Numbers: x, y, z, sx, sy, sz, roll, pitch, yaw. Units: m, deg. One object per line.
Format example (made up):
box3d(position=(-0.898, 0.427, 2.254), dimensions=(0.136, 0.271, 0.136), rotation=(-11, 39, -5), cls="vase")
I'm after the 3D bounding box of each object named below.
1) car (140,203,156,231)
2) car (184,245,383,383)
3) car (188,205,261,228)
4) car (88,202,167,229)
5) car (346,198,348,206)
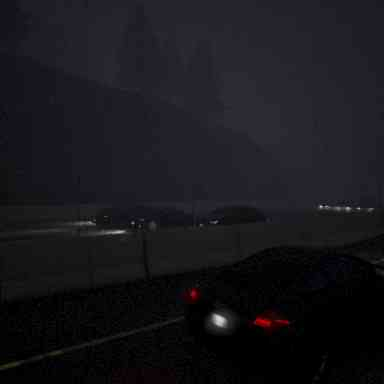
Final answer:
box3d(position=(-1.862, 1.597, 20.423), dimensions=(4.181, 1.385, 1.994), rotation=(0, 0, -40), cls="car")
box3d(position=(1.938, 1.572, 5.348), dimensions=(4.181, 1.385, 1.994), rotation=(0, 0, -37), cls="car")
box3d(position=(2.322, 1.535, 19.346), dimensions=(4.892, 1.490, 1.837), rotation=(0, 0, -40), cls="car")
box3d(position=(-4.356, 1.530, 22.886), dimensions=(4.902, 1.511, 2.128), rotation=(0, 0, -40), cls="car")
box3d(position=(24.665, 1.673, 53.215), dimensions=(1.895, 1.301, 4.718), rotation=(0, 0, 37), cls="car")
